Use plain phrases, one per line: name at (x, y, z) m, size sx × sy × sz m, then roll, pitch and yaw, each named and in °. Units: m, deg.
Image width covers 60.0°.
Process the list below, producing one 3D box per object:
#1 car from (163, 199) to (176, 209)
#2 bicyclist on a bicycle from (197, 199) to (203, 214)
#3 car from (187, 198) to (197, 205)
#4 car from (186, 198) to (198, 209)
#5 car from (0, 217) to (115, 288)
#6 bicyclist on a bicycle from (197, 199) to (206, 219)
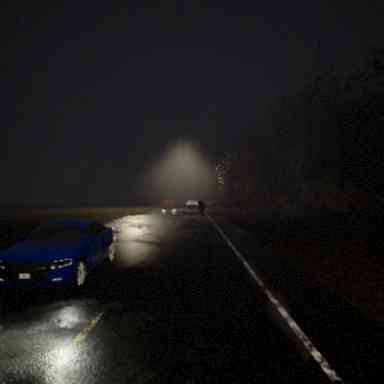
car at (-3.583, 1.891, 52.989) m, size 1.882 × 1.535 × 5.008 m, roll 0°, pitch -1°, yaw 0°
bicyclist on a bicycle at (0.951, 1.674, 38.841) m, size 0.659 × 1.776 × 1.843 m, roll 0°, pitch 0°, yaw 0°
car at (-0.023, 2.104, 74.153) m, size 2.128 × 1.511 × 4.902 m, roll 0°, pitch 0°, yaw 0°
car at (0.056, 2.026, 54.545) m, size 1.895 × 1.301 × 4.718 m, roll 0°, pitch 0°, yaw 0°
car at (-3.602, 1.554, 9.655) m, size 1.882 × 1.535 × 5.008 m, roll 0°, pitch 0°, yaw 0°
bicyclist on a bicycle at (0.954, 1.604, 29.841) m, size 0.659 × 1.776 × 1.843 m, roll 0°, pitch 0°, yaw 0°
